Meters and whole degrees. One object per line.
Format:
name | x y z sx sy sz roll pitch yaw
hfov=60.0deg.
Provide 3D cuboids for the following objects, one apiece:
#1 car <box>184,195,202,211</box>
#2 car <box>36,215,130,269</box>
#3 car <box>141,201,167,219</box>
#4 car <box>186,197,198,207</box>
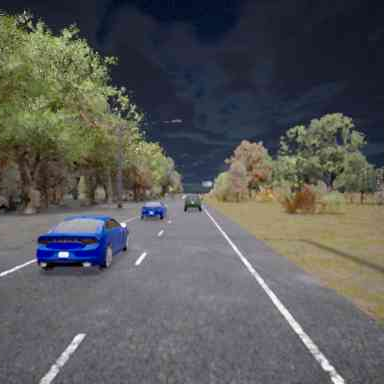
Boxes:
car | 0.116 1.360 42.713 2.150 2.045 5.566 0 0 0
car | -3.395 1.513 11.275 1.882 1.535 5.008 0 0 0
car | -3.317 1.571 29.896 1.882 1.535 5.008 0 0 1
car | 0.022 1.659 56.924 1.882 1.535 5.008 0 0 0
